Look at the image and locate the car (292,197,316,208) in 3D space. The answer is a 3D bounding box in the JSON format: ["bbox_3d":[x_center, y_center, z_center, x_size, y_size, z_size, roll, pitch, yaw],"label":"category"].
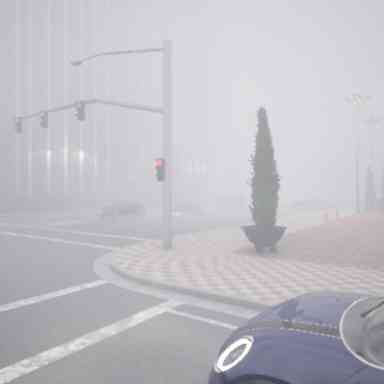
[{"bbox_3d":[16.673,1.629,49.917,1.895,1.301,4.718,0,0,35],"label":"car"}]

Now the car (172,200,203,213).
[{"bbox_3d":[-0.573,1.608,37.785,1.994,1.385,4.181,0,0,35],"label":"car"}]

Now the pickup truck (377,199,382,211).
[{"bbox_3d":[23.171,1.060,36.477,6.274,2.098,2.390,0,0,-25],"label":"pickup truck"}]

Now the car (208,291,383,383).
[{"bbox_3d":[2.330,1.351,2.330,4.553,1.767,2.097,0,0,35],"label":"car"}]

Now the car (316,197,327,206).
[{"bbox_3d":[21.605,1.592,56.978,1.994,1.385,4.181,0,0,35],"label":"car"}]

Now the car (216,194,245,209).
[{"bbox_3d":[5.505,1.265,46.471,2.150,2.045,5.566,0,0,35],"label":"car"}]

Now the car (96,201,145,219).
[{"bbox_3d":[-6.265,1.536,29.643,2.128,1.511,4.902,0,0,35],"label":"car"}]
